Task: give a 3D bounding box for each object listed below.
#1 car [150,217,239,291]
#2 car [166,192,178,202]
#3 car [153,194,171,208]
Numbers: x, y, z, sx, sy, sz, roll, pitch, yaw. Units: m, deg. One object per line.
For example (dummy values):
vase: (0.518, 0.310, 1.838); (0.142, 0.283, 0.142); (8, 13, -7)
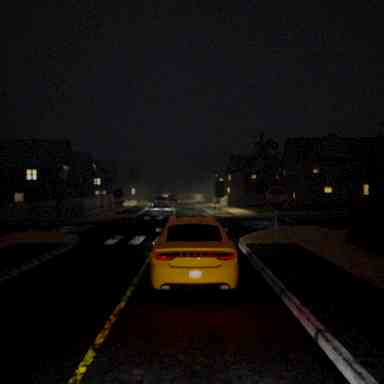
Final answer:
car: (0.017, 1.408, 8.849); (1.882, 1.535, 5.008); (0, 0, -1)
car: (-3.925, 1.261, 64.742); (1.837, 1.490, 4.892); (0, 0, -10)
car: (-3.941, 1.313, 42.972); (1.812, 1.442, 4.674); (0, 0, -5)
